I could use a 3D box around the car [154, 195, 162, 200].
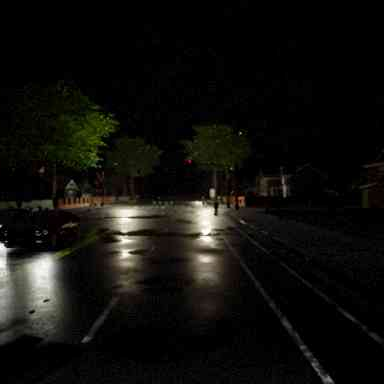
[{"bbox_3d":[-9.679,1.573,95.053,1.837,1.490,4.892,0,0,0],"label":"car"}]

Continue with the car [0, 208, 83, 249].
[{"bbox_3d":[-6.588,1.557,15.240,1.882,1.535,5.008,0,0,0],"label":"car"}]

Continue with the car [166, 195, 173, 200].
[{"bbox_3d":[-6.429,1.597,95.051,1.812,1.442,4.674,0,0,0],"label":"car"}]

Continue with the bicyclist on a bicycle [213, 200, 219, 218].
[{"bbox_3d":[2.273,1.616,31.373,0.582,1.620,1.656,0,-1,0],"label":"bicyclist on a bicycle"}]

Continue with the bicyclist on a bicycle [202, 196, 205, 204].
[{"bbox_3d":[2.301,1.712,68.037,0.659,1.776,1.843,0,0,0],"label":"bicyclist on a bicycle"}]
